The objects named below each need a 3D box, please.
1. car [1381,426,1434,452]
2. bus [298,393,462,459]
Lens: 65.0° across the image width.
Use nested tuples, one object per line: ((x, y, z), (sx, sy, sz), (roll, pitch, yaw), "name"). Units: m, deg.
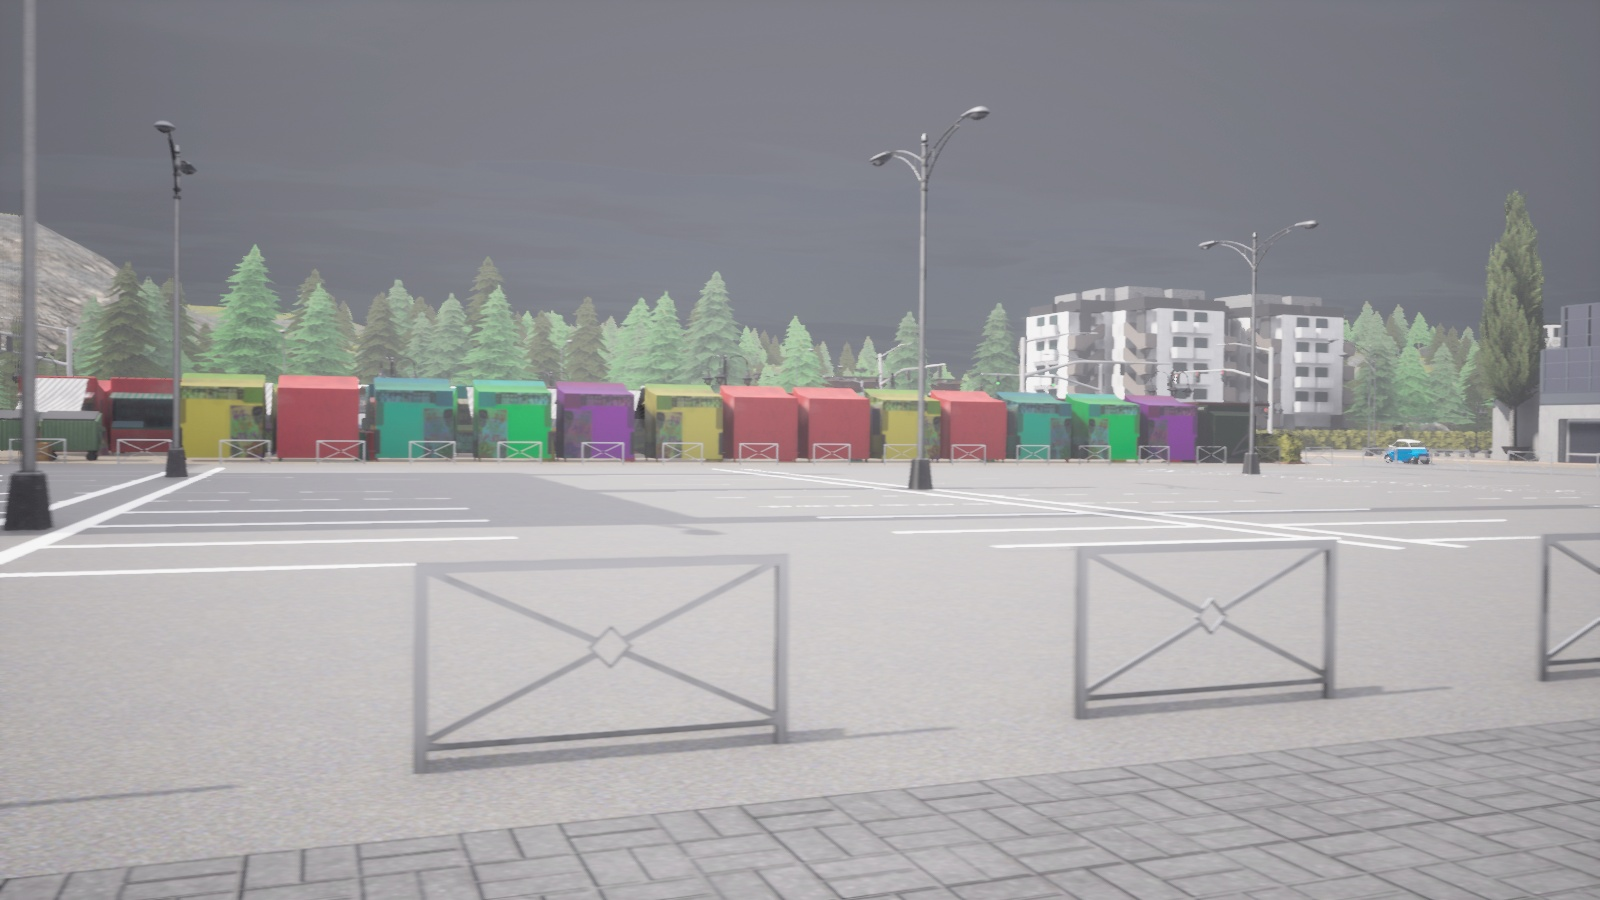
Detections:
((33.125, -0.621, 68.541), (1.481, 1.376, 2.207), (-1, 1, -19), "car")
((-28.542, -1.661, 85.459), (10.273, 4.253, 3.944), (-1, 1, -21), "bus")
